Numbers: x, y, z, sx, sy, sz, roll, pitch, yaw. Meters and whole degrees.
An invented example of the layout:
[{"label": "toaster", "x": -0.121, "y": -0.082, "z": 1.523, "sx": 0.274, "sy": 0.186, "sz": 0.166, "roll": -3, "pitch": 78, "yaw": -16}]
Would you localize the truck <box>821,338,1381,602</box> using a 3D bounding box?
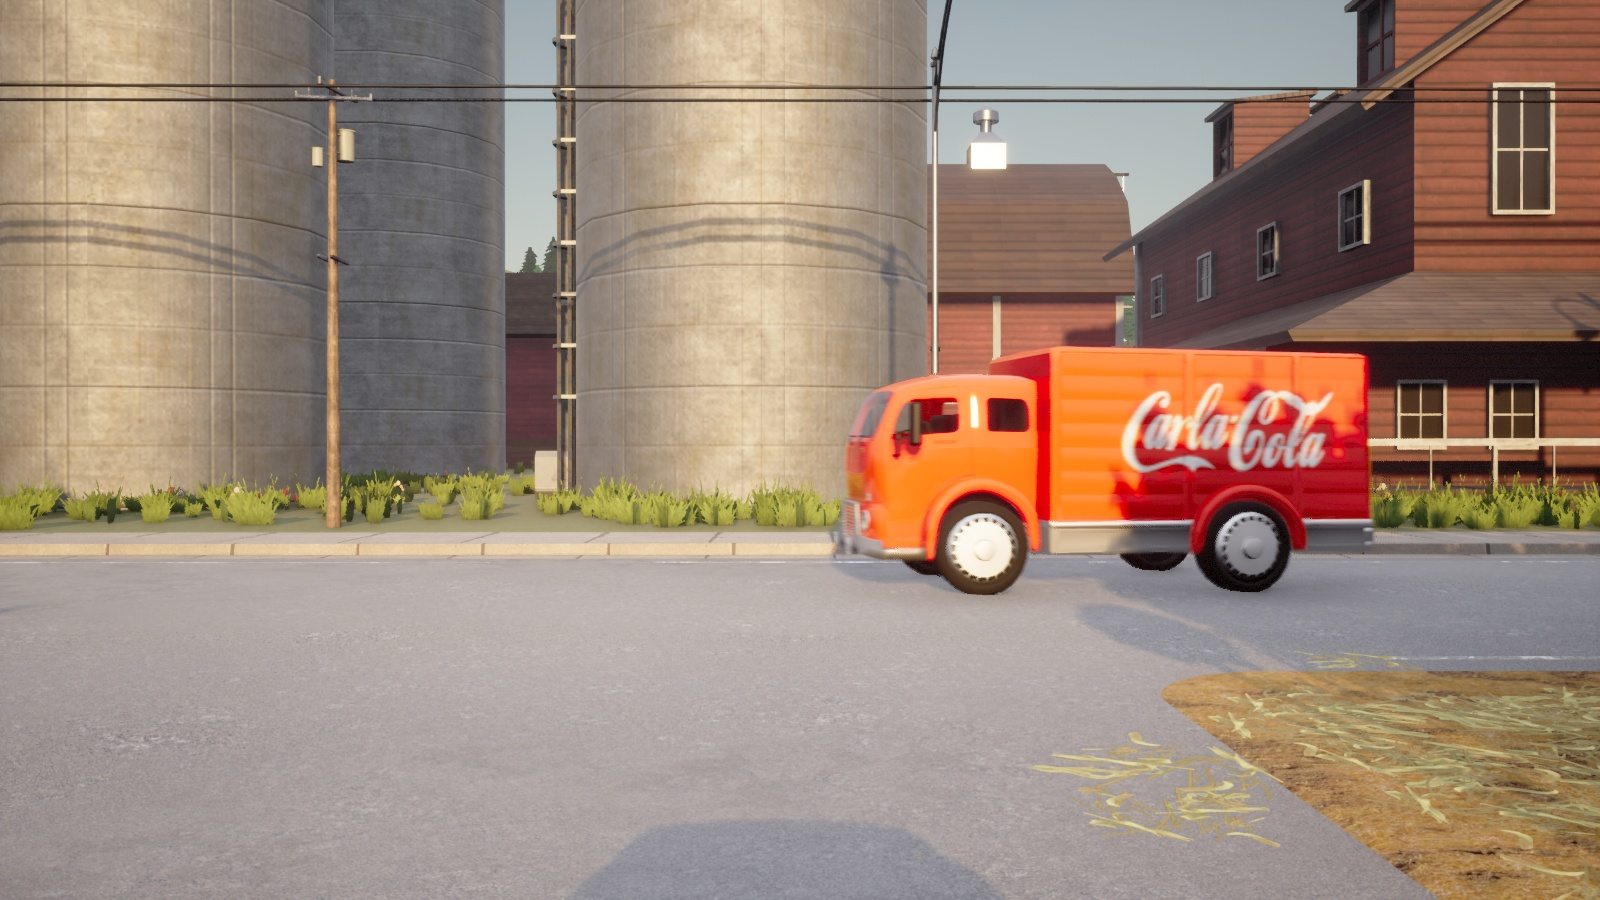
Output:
[{"label": "truck", "x": 3.009, "y": 0.191, "z": 13.440, "sx": 5.204, "sy": 2.467, "sz": 2.627, "roll": 0, "pitch": 1, "yaw": -8}]
